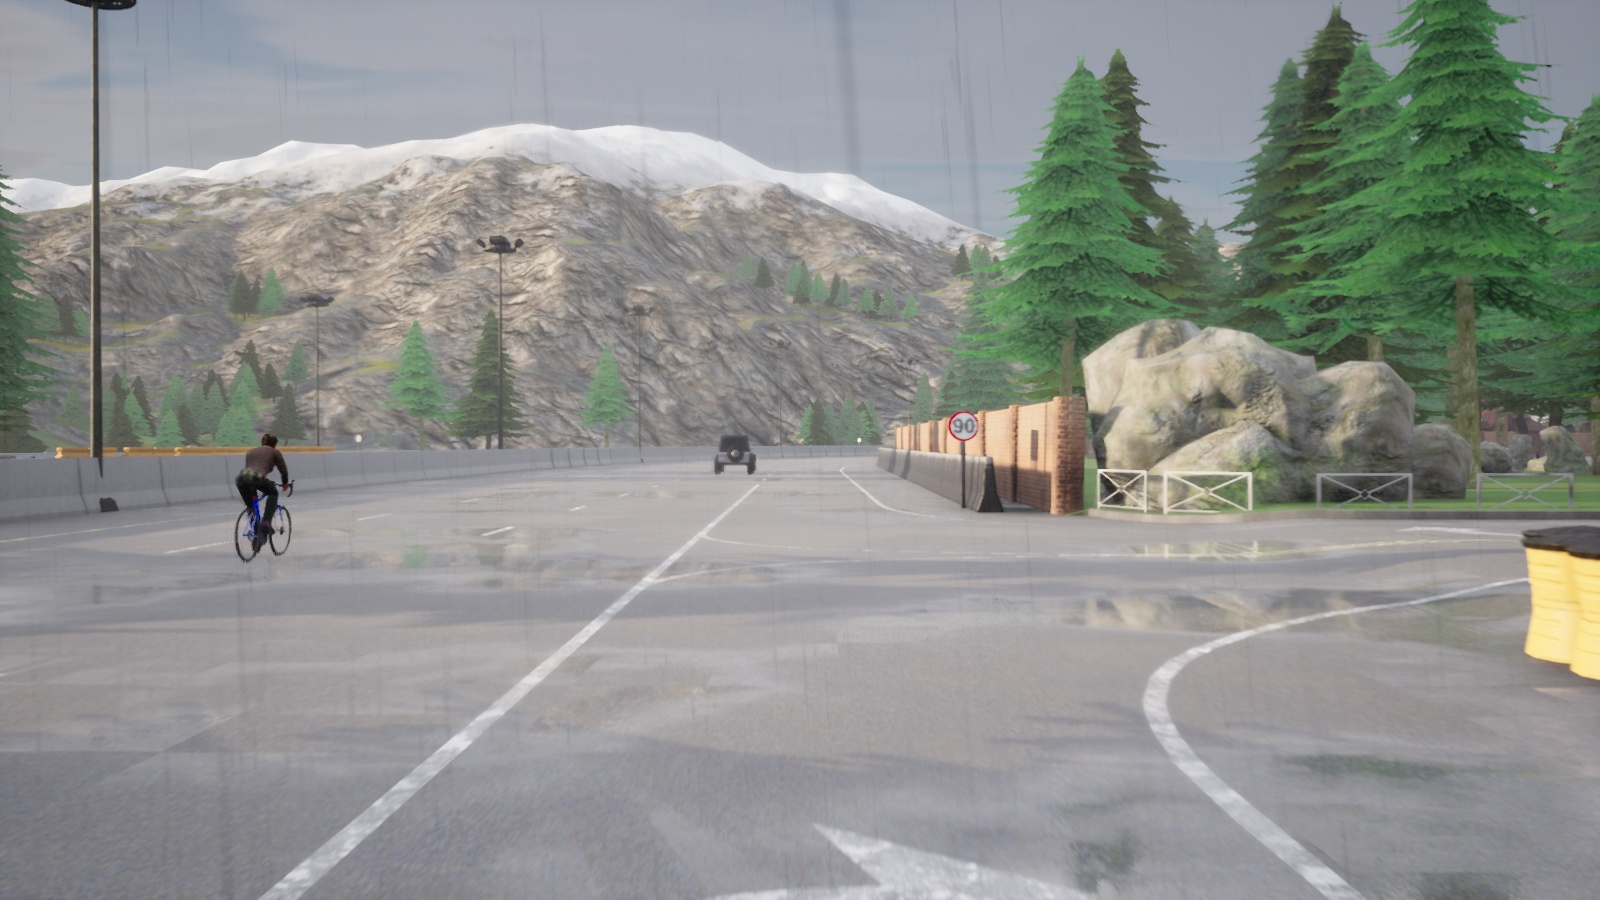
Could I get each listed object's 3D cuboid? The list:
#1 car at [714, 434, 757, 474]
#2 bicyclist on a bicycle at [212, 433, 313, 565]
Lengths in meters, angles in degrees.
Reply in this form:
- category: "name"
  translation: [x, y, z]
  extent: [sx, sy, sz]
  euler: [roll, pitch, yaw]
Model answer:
- category: "car"
  translation: [-3.133, 0.193, 61.475]
  extent: [1.905, 1.878, 3.866]
  euler: [0, 0, 0]
- category: "bicyclist on a bicycle"
  translation: [-6.893, 0.603, 16.174]
  extent: [0.582, 1.620, 1.656]
  euler: [0, 0, 0]
